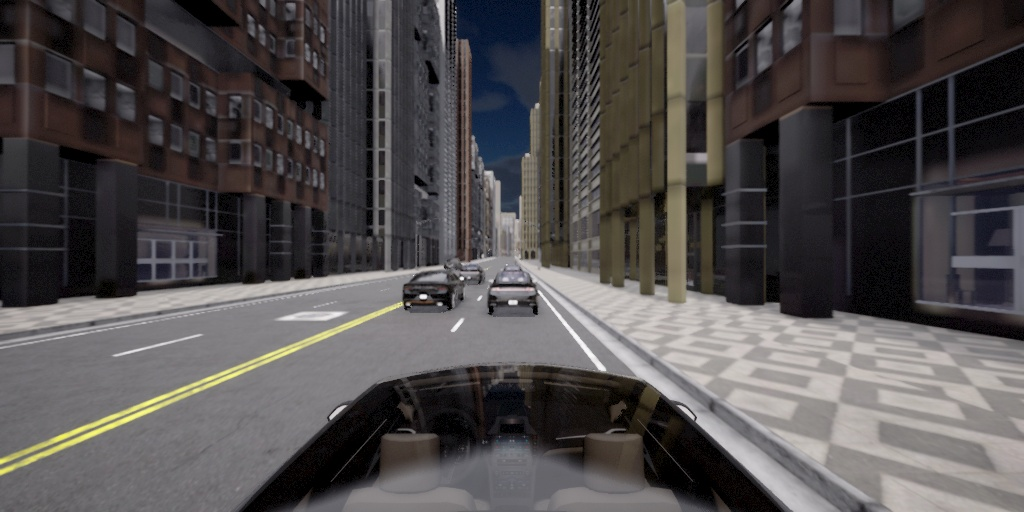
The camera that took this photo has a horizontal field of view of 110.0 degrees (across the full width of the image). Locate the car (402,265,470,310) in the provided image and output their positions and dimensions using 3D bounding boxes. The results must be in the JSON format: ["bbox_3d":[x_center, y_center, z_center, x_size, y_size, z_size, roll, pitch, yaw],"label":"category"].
[{"bbox_3d":[-3.192,1.336,15.443,1.882,1.535,5.008,0,0,0],"label":"car"}]

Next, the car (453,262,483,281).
[{"bbox_3d":[-3.195,1.453,29.246,2.128,1.511,4.902,0,0,1],"label":"car"}]

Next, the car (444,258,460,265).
[{"bbox_3d":[-9.782,1.368,59.355,2.150,2.045,5.566,0,0,1],"label":"car"}]

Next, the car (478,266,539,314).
[{"bbox_3d":[0.051,1.341,14.273,2.128,1.511,4.902,0,0,0],"label":"car"}]
